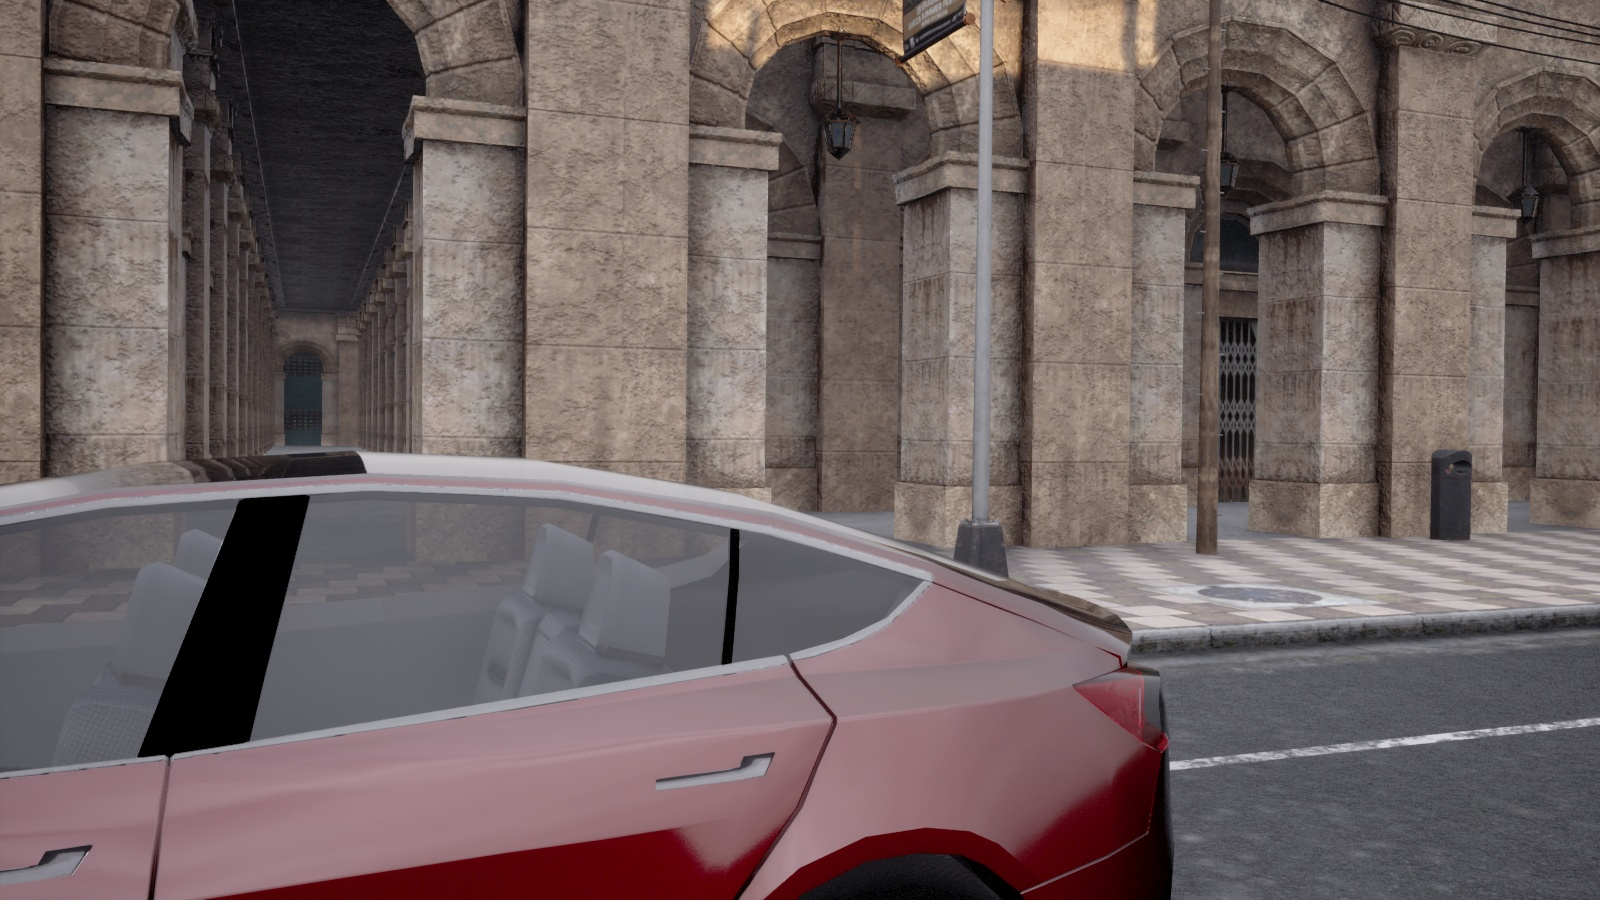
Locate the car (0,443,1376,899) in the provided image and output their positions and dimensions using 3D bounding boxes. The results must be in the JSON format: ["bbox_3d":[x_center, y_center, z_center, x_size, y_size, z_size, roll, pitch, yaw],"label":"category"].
[{"bbox_3d":[-1.450,0.769,2.707,4.792,1.488,2.163,-1,1,-21],"label":"car"}]
